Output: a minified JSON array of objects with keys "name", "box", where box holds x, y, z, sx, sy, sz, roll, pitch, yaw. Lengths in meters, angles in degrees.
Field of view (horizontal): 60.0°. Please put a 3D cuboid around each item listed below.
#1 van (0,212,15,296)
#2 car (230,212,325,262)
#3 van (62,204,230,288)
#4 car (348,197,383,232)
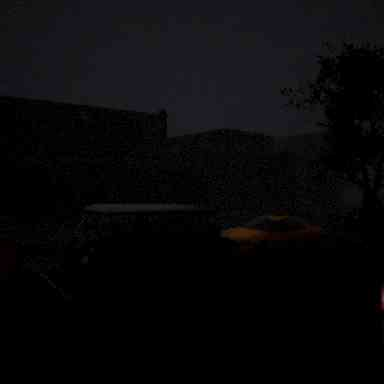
[{"name":"van","box":[-5.781,1.318,6.042,4.442,1.987,1.878,1,1,-35]},{"name":"car","box":[3.048,1.559,12.785,5.366,1.575,1.946,1,1,-38]},{"name":"van","box":[-1.266,1.323,9.346,4.442,1.987,1.878,1,1,-40]},{"name":"car","box":[11.541,1.375,20.300,5.566,2.045,2.435,1,1,-44]}]
